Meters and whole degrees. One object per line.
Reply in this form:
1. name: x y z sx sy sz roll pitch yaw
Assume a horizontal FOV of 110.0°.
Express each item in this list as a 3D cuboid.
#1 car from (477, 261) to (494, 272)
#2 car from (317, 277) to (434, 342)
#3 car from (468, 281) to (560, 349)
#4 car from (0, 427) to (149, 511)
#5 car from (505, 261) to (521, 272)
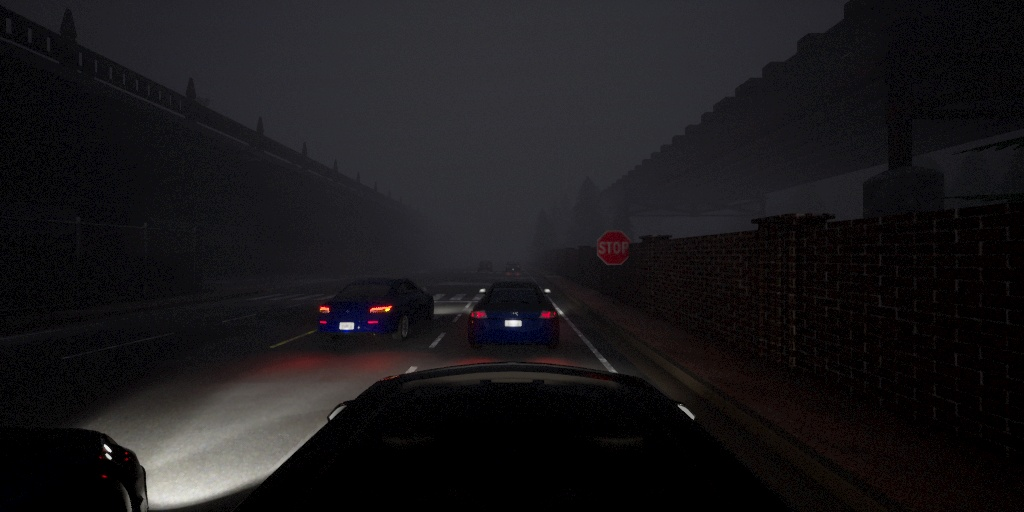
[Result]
1. car: -3.391 1.297 45.828 2.033 1.411 5.357 0 0 -1
2. car: -3.411 1.276 9.691 1.812 1.442 4.674 0 0 0
3. car: 0.070 1.314 9.169 1.994 1.385 4.181 0 0 1
4. car: -3.398 1.314 0.595 1.994 1.385 4.181 0 0 0
5. car: 0.104 1.351 45.987 1.895 1.301 4.718 0 0 -1
